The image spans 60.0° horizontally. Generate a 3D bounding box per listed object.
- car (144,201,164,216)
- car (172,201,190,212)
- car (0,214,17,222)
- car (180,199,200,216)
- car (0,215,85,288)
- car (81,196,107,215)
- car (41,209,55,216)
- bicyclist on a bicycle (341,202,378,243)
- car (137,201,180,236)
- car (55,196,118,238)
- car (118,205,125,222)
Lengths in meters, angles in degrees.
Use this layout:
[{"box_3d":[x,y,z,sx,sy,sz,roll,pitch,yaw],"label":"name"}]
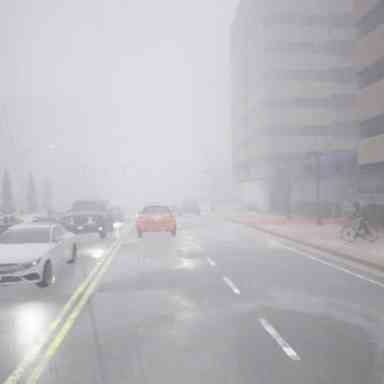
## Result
[{"box_3d":[-4.237,1.799,37.213,2.033,1.411,5.357,-1,0,-7],"label":"car"},{"box_3d":[-1.528,1.837,43.819,1.895,1.301,4.718,-1,0,-7],"label":"car"},{"box_3d":[-8.695,1.711,14.149,2.128,1.511,4.902,-1,0,-7],"label":"car"},{"box_3d":[-0.438,1.527,34.937,2.097,1.767,4.553,-1,0,-7],"label":"car"},{"box_3d":[-4.632,1.653,9.672,1.812,1.442,4.674,-1,0,-7],"label":"car"},{"box_3d":[-11.805,1.533,40.612,2.150,2.045,5.566,-1,0,-7],"label":"car"},{"box_3d":[-9.907,1.889,24.215,1.895,1.301,4.718,-1,0,-7],"label":"car"},{"box_3d":[6.795,1.247,13.483,1.656,1.620,0.582,0,0,-7],"label":"bicyclist on a bicycle"},{"box_3d":[-2.097,1.482,19.493,2.097,1.767,4.553,-1,0,-7],"label":"car"},{"box_3d":[-5.763,1.413,18.990,2.150,2.045,5.566,-1,0,-7],"label":"car"},{"box_3d":[-6.938,1.823,28.917,1.994,1.385,4.181,-1,0,-7],"label":"car"}]
